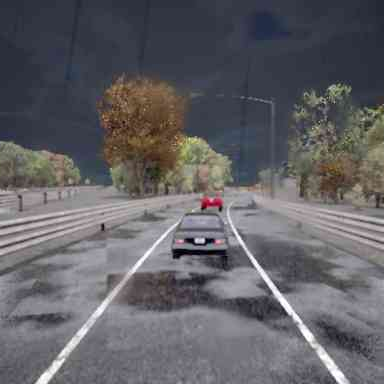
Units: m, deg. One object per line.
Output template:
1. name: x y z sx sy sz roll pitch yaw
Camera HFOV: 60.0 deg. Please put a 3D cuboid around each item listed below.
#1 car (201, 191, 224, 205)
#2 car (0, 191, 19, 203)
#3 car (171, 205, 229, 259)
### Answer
1. car: 2.172 0.866 35.214 2.150 2.045 5.566 0 1 7
2. car: -21.505 0.584 39.153 1.882 1.535 5.008 0 1 -21
3. car: 0.338 1.429 12.106 2.033 1.411 5.357 0 1 3
